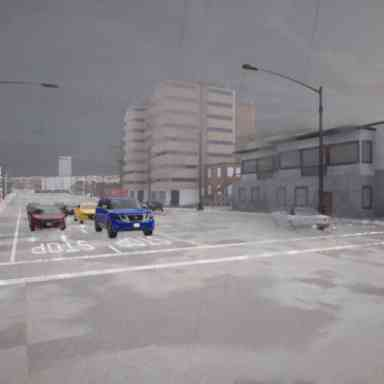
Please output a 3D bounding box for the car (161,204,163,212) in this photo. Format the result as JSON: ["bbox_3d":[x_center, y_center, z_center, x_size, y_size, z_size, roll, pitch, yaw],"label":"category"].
[{"bbox_3d":[-5.406,1.957,44.609,1.837,1.490,4.892,0,-1,-27],"label":"car"}]

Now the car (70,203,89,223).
[{"bbox_3d":[-8.436,1.663,27.219,1.882,1.535,5.008,0,-1,-27],"label":"car"}]

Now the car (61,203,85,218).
[{"bbox_3d":[-12.990,1.952,36.168,1.994,1.385,4.181,0,-1,-27],"label":"car"}]

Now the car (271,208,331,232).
[{"bbox_3d":[6.359,1.593,20.093,1.895,1.301,4.718,0,-1,-6],"label":"car"}]

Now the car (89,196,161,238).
[{"bbox_3d":[-3.896,1.267,18.323,2.150,2.045,5.566,0,-1,-27],"label":"car"}]

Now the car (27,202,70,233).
[{"bbox_3d":[-9.192,1.587,21.005,1.882,1.535,5.008,0,-1,-27],"label":"car"}]

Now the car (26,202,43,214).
[{"bbox_3d":[-22.341,2.194,46.946,2.033,1.411,5.357,0,-1,-27],"label":"car"}]

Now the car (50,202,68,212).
[{"bbox_3d":[-20.132,2.209,50.360,2.033,1.411,5.357,0,0,-27],"label":"car"}]

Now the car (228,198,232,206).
[{"bbox_3d":[7.466,1.616,53.428,1.970,1.475,3.806,0,-1,-27],"label":"car"}]
